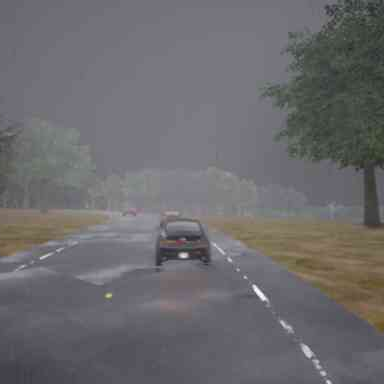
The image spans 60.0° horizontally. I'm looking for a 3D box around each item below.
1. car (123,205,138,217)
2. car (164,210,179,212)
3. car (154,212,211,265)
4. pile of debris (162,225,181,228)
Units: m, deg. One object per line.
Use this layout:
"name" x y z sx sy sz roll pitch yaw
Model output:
"car" -10.637 3.181 57.143 2.150 2.045 5.566 1 -2 -13
"car" -1.772 2.228 28.351 1.812 1.442 4.674 0 -2 -7
"car" -0.384 1.744 12.638 1.837 1.490 4.892 0 -1 -3
"pile of debris" -1.721 2.858 27.771 1.500 0.140 1.860 0 -2 -7
